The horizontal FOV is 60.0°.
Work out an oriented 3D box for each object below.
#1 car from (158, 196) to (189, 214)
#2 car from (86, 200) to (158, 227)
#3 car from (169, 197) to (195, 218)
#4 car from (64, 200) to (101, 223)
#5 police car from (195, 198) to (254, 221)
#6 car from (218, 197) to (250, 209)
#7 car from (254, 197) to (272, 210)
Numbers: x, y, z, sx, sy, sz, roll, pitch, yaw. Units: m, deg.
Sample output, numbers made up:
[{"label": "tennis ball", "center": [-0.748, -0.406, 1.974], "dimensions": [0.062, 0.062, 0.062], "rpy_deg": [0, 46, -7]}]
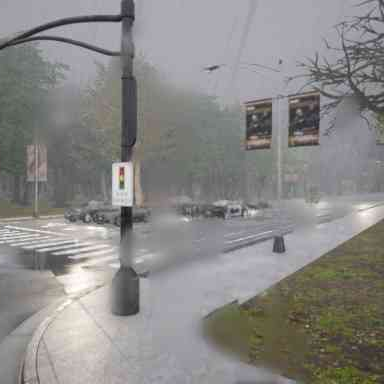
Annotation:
[{"label": "car", "center": [-1.653, 1.183, 32.058], "dimensions": [2.097, 1.767, 4.553], "rpy_deg": [1, 1, 36]}, {"label": "car", "center": [-4.577, 1.471, 22.416], "dimensions": [1.994, 1.385, 4.181], "rpy_deg": [1, 1, 36]}, {"label": "car", "center": [0.335, 1.431, 29.222], "dimensions": [1.994, 1.385, 4.181], "rpy_deg": [1, 1, 38]}, {"label": "car", "center": [-7.022, 1.380, 24.581], "dimensions": [1.837, 1.490, 4.892], "rpy_deg": [1, 1, 36]}, {"label": "police car", "center": [2.734, 1.325, 26.856], "dimensions": [1.930, 1.638, 5.238], "rpy_deg": [1, 1, 36]}, {"label": "car", "center": [5.357, 1.374, 41.813], "dimensions": [1.895, 1.301, 4.718], "rpy_deg": [1, 1, 36]}, {"label": "car", "center": [7.700, 1.352, 39.508], "dimensions": [2.033, 1.411, 5.357], "rpy_deg": [1, 1, 36]}]
